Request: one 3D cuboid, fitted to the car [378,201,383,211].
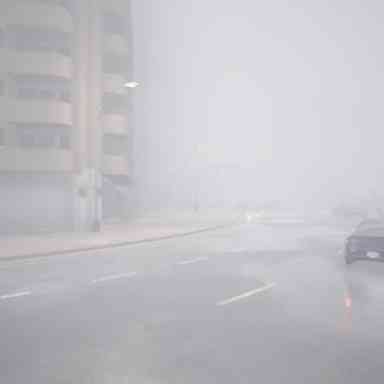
[{"bbox_3d":[17.092,1.299,27.045,2.150,2.045,5.566,0,0,11],"label":"car"}]

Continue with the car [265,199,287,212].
[{"bbox_3d":[10.255,1.694,41.802,2.128,1.511,4.902,0,0,-7],"label":"car"}]

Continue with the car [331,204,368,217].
[{"bbox_3d":[14.029,1.712,29.952,1.895,1.301,4.718,0,0,8],"label":"car"}]

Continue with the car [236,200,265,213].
[{"bbox_3d":[6.821,1.707,41.029,2.128,1.511,4.902,0,0,-7],"label":"car"}]

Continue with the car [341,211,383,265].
[{"bbox_3d":[6.381,1.562,10.977,1.812,1.442,4.674,0,0,38],"label":"car"}]
